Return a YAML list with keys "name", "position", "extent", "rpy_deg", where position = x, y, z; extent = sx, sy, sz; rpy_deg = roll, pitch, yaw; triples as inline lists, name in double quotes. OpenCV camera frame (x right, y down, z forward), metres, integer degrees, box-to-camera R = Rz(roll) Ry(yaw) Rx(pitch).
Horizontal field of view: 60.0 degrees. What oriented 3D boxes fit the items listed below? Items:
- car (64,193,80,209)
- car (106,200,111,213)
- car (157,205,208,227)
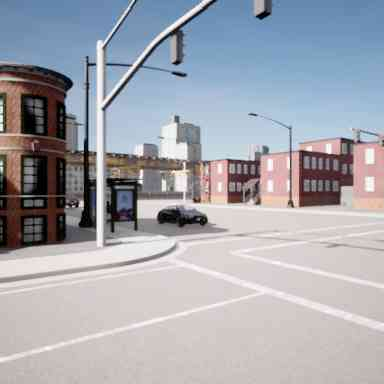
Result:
- name: "car"
  position: [-17.642, 1.230, 46.921]
  extent: [2.150, 2.045, 5.566]
  rpy_deg: [0, 0, -35]
- name: "car"
  position: [-7.610, 1.529, 32.654]
  extent: [1.812, 1.442, 4.674]
  rpy_deg: [0, 0, -35]
- name: "car"
  position: [-0.732, 1.568, 22.936]
  extent: [1.994, 1.385, 4.181]
  rpy_deg: [0, 0, -35]
